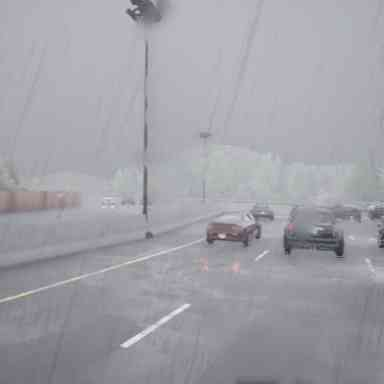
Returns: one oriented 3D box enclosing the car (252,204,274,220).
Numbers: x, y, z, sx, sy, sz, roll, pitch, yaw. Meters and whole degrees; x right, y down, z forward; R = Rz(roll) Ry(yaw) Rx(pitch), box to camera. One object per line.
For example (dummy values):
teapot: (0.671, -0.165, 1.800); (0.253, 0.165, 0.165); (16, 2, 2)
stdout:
car: (6.439, 1.788, 30.583); (1.994, 1.385, 4.181); (0, 0, 10)

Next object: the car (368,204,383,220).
car: (16.726, 1.802, 28.493); (2.128, 1.511, 4.902); (1, 0, 10)

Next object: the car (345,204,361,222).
car: (13.303, 1.788, 29.220); (1.837, 1.490, 4.892); (1, 0, 10)

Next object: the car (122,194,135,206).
car: (-11.964, 1.444, 62.237); (2.150, 2.045, 5.566); (1, -1, -15)

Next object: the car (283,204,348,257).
car: (5.098, 1.472, 13.854); (2.097, 1.767, 4.553); (0, 0, 22)

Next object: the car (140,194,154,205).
car: (-8.612, 1.481, 63.245); (2.150, 2.045, 5.566); (1, -1, -15)

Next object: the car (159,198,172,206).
car: (-5.101, 1.891, 63.574); (1.895, 1.301, 4.718); (1, 0, -14)

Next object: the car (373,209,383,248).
car: (8.339, 1.652, 12.530); (1.837, 1.490, 4.892); (0, 0, 21)

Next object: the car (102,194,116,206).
car: (-15.312, 1.406, 61.208); (2.150, 2.045, 5.566); (1, -1, -15)

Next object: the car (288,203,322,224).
car: (9.729, 1.794, 28.989); (2.033, 1.411, 5.357); (0, 0, 11)

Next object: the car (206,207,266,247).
car: (2.067, 1.627, 15.699); (1.812, 1.442, 4.674); (0, 0, 21)
